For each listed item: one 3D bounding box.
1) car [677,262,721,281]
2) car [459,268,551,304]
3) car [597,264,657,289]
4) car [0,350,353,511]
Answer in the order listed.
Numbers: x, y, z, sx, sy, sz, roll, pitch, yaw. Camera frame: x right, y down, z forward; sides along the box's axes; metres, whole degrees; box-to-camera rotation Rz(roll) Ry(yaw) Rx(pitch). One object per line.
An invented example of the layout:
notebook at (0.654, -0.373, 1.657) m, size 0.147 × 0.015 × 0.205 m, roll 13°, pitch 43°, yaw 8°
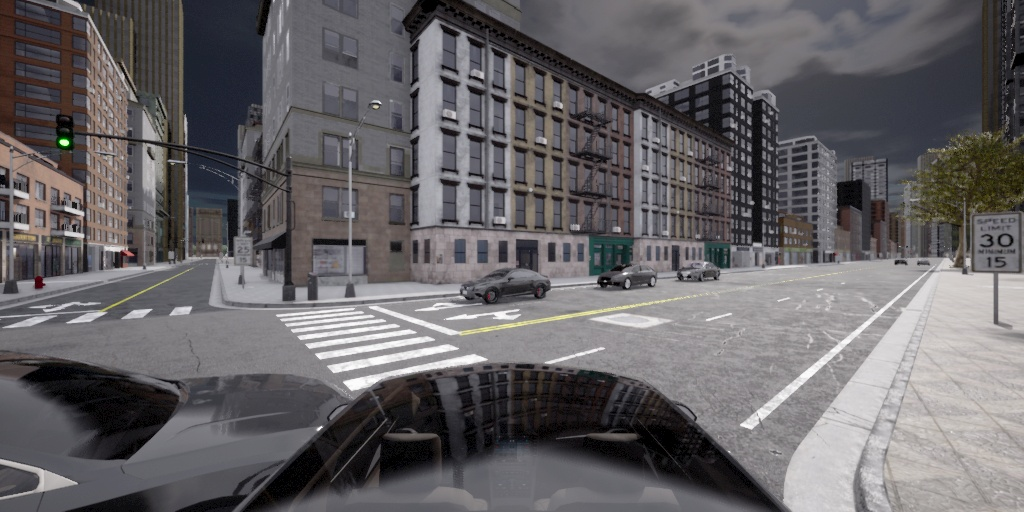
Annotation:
car at (15.390, 1.230, 29.487) m, size 4.902 × 1.511 × 2.128 m, roll 0°, pitch 0°, yaw -39°
car at (-0.194, 1.284, 16.647) m, size 4.674 × 1.442 × 1.812 m, roll 0°, pitch 0°, yaw -40°
car at (7.440, 1.254, 22.942) m, size 4.892 × 1.490 × 1.837 m, roll 0°, pitch 0°, yaw -39°
car at (-3.239, 1.257, 1.646) m, size 4.892 × 1.490 × 1.837 m, roll 0°, pitch 0°, yaw -35°
